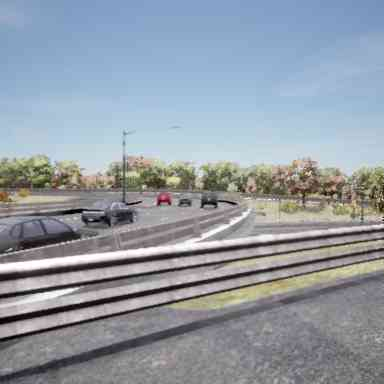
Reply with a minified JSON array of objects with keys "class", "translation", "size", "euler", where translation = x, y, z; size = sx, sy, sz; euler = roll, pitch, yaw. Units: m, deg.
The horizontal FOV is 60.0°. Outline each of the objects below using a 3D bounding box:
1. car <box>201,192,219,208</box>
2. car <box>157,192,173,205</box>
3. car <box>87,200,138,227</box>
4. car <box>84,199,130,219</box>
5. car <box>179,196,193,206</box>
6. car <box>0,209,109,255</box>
[{"class":"car","translation":[2.365,1.063,44.183],"size":[2.150,2.045,5.566],"euler":[0,0,4]},{"class":"car","translation":[-4.299,1.015,52.814],"size":[2.150,2.045,5.566],"euler":[0,0,0]},{"class":"car","translation":[-5.225,1.397,21.813],"size":[2.128,1.511,4.902],"euler":[0,0,17]},{"class":"car","translation":[-7.110,1.403,28.414],"size":[1.812,1.442,4.674],"euler":[0,0,13]},{"class":"car","translation":[-0.899,1.319,49.297],"size":[1.837,1.490,4.892],"euler":[0,0,2]},{"class":"car","translation":[-5.242,1.494,10.774],"size":[2.033,1.411,5.357],"euler":[0,0,22]}]
